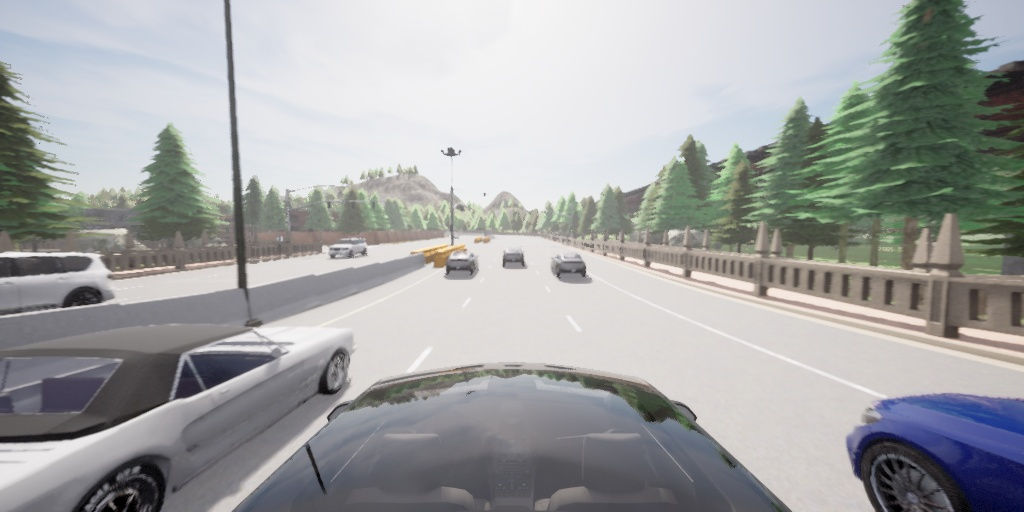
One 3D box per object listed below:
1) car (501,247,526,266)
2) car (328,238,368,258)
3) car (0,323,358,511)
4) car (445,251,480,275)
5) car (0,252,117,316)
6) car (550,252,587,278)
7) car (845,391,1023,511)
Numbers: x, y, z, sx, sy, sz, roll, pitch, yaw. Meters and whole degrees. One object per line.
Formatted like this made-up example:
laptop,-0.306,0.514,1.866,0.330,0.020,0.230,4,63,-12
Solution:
car,0.131,-0.054,30.786,2.128,1.511,4.902,0,4,0
car,-17.470,-0.895,38.512,2.150,2.045,5.566,0,4,1
car,-3.400,1.348,3.645,1.895,1.301,4.718,0,0,0
car,-3.390,0.374,24.993,2.128,1.511,4.902,0,4,0
car,-14.099,0.915,9.411,2.150,2.045,5.566,0,1,0
car,3.605,0.489,23.422,2.128,1.511,4.902,0,4,0
car,3.599,1.258,0.902,1.812,1.442,4.674,0,-1,0
